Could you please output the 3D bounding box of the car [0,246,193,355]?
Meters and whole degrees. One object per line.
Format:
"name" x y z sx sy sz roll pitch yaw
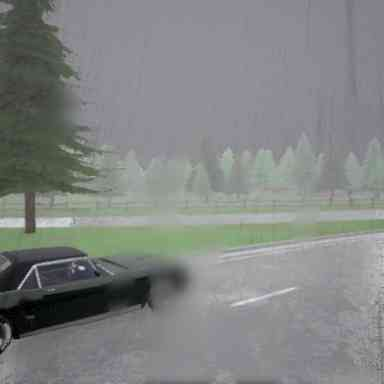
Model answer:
"car" -2.284 1.671 6.058 4.718 1.301 1.895 0 0 -39
